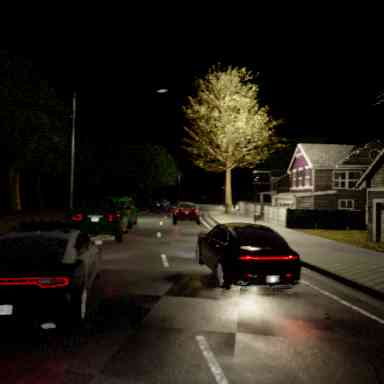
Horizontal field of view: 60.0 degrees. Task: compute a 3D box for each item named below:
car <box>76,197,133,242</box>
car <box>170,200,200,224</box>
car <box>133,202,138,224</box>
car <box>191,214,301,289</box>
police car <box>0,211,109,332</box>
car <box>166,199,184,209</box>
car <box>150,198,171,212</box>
[{"bbox_3d":[-4.440,1.289,16.877,2.150,2.045,5.566,1,-1,-6],"label":"car"},{"bbox_3d":[-0.494,1.620,27.441,2.097,1.767,4.553,1,-1,-3],"label":"car"},{"bbox_3d":[-4.991,1.337,22.824,2.150,2.045,5.566,1,-1,-4],"label":"car"},{"bbox_3d":[1.355,1.638,9.587,1.837,1.490,4.892,1,0,-9],"label":"car"},{"bbox_3d":[-3.037,1.424,7.102,1.930,1.638,5.238,2,-1,-10],"label":"police car"},{"bbox_3d":[-2.851,2.048,56.502,2.128,1.511,4.902,1,-1,9],"label":"car"},{"bbox_3d":[-4.038,1.699,43.747,2.097,1.767,4.553,1,-1,5],"label":"car"}]
